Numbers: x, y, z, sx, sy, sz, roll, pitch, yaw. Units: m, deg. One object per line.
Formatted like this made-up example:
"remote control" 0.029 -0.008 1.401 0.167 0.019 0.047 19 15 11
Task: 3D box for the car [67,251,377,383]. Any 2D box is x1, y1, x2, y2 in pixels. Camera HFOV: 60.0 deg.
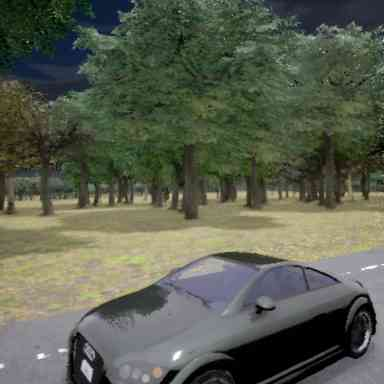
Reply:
"car" 0.593 1.555 4.417 4.181 1.385 1.994 0 0 -36
